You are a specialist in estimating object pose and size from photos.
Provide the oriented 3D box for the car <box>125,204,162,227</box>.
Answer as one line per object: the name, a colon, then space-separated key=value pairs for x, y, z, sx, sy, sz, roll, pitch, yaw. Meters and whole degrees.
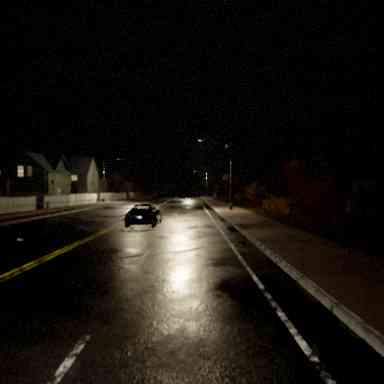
car: x=-3.147 y=1.485 z=21.994 sx=1.994 sy=1.385 sz=4.181 roll=0 pitch=0 yaw=0
